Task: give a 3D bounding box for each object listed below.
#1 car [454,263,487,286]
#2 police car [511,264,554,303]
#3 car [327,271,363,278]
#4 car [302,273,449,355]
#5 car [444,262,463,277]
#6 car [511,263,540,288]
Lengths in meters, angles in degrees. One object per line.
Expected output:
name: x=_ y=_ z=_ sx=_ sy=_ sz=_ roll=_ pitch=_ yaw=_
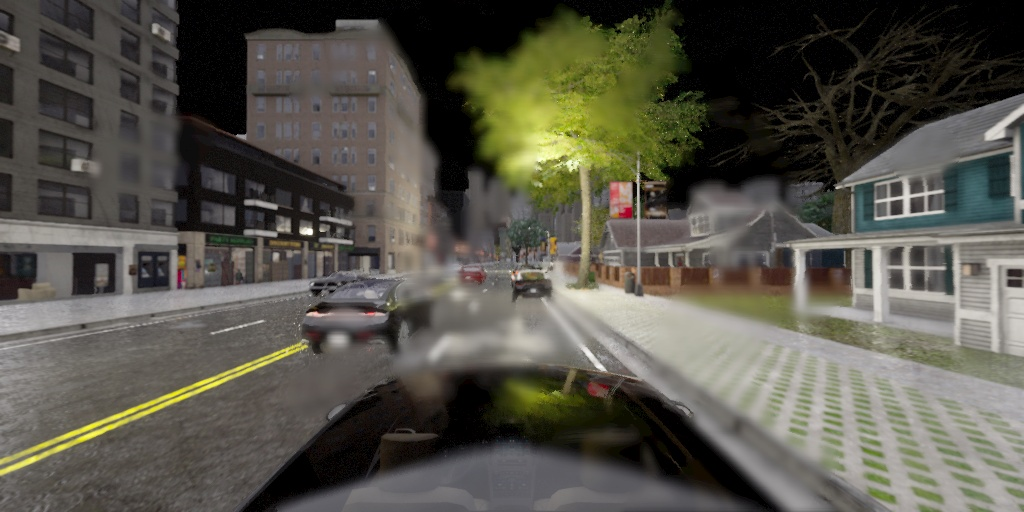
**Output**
car: x=-3.134 y=1.566 z=29.082 sx=1.882 sy=1.535 sz=5.008 roll=0 pitch=-1 yaw=0
police car: x=0.984 y=1.382 z=18.240 sx=1.930 sy=1.638 sz=5.238 roll=0 pitch=-1 yaw=0
car: x=-9.838 y=1.592 z=21.081 sx=1.895 sy=1.301 sz=4.718 roll=0 pitch=-1 yaw=0
car: x=-3.146 y=1.333 z=8.932 sx=2.128 sy=1.511 sz=4.902 roll=0 pitch=-1 yaw=0
car: x=-6.577 y=1.761 z=41.215 sx=1.812 sy=1.442 sz=4.674 roll=0 pitch=-1 yaw=0
car: x=0.990 y=1.428 z=28.100 sx=2.097 sy=1.767 sz=4.553 roll=0 pitch=-1 yaw=0
